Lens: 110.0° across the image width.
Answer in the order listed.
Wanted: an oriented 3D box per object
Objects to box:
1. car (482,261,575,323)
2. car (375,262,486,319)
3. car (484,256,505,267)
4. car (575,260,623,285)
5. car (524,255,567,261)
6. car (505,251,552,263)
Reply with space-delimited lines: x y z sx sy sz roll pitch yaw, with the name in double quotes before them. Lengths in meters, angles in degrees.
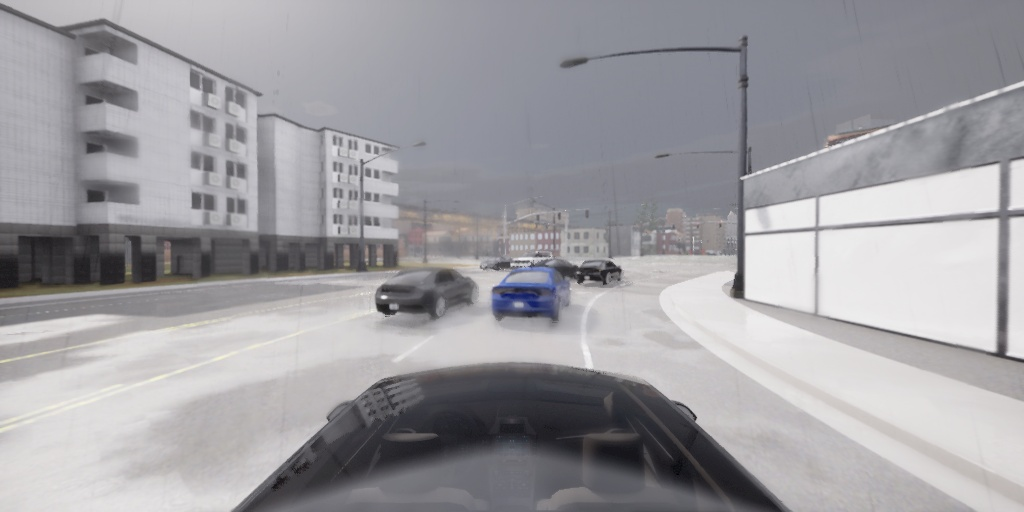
"car" 0.815 1.099 11.779 1.882 1.535 5.008 0 1 15
"car" -2.663 1.122 12.298 1.837 1.490 4.892 0 1 15
"car" -1.319 0.786 37.434 2.128 1.511 4.902 1 1 37
"car" 5.690 0.983 22.961 1.837 1.490 4.892 0 1 33
"car" 3.175 0.923 25.454 1.882 1.535 5.008 0 1 34
"car" 2.167 0.531 36.240 2.150 2.045 5.566 1 1 38
